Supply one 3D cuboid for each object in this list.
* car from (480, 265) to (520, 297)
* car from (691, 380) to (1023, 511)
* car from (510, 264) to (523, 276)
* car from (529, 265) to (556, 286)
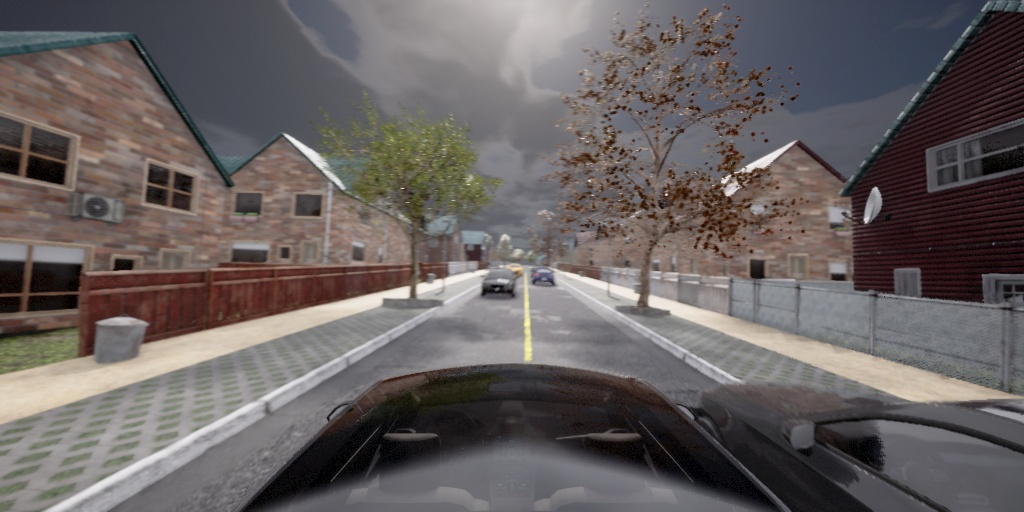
[{"bbox_3d":[-0.655,1.443,20.434,1.837,1.490,4.892,2,-1,2],"label":"car"},{"bbox_3d":[2.480,1.348,1.445,1.812,1.442,4.674,2,-1,2],"label":"car"},{"bbox_3d":[0.355,1.737,45.916,1.882,1.535,5.008,2,-1,2],"label":"car"},{"bbox_3d":[2.630,1.679,30.606,1.812,1.442,4.674,2,0,2],"label":"car"}]
